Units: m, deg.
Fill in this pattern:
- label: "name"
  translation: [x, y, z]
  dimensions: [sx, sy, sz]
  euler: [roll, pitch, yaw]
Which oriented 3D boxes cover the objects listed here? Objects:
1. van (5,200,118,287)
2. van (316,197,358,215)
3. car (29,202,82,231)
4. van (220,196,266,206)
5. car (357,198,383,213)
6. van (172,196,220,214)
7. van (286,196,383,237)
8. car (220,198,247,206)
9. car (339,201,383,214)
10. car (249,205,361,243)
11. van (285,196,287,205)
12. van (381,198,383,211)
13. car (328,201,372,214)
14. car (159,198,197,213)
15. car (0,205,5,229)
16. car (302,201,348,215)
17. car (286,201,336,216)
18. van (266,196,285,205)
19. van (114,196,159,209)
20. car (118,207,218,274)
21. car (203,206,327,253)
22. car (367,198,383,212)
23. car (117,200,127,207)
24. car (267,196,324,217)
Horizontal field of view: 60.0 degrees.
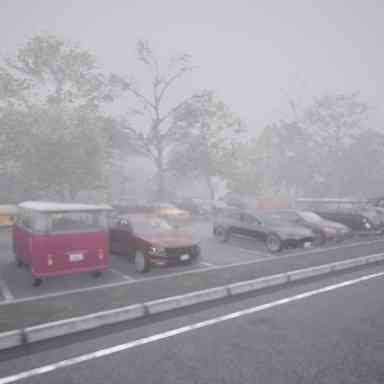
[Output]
- label: "van"
  translation: [-3.964, 1.269, 9.568]
  dimensions: [1.878, 1.987, 4.442]
  euler: [0, 0, -35]
- label: "van"
  translation: [17.818, 1.675, 41.143]
  dimensions: [1.878, 1.987, 4.442]
  euler: [1, -1, -35]
- label: "car"
  translation: [-9.069, 1.505, 21.840]
  dimensions: [2.097, 1.535, 5.008]
  euler: [0, 0, -35]
- label: "van"
  translation: [4.412, 1.351, 31.307]
  dimensions: [1.878, 1.987, 4.442]
  euler: [1, 0, -35]
- label: "car"
  translation: [27.028, 1.868, 47.526]
  dimensions: [2.435, 2.045, 5.566]
  euler: [1, -1, -35]
- label: "van"
  translation: [0.021, 1.317, 28.178]
  dimensions: [1.878, 1.987, 4.442]
  euler: [0, 0, -35]
- label: "van"
  translation: [7.478, 1.317, 17.431]
  dimensions: [1.878, 1.987, 4.442]
  euler: [0, 0, -35]
- label: "car"
  translation: [2.206, 1.552, 29.884]
  dimensions: [2.097, 1.535, 5.008]
  euler: [0, 0, -35]
- label: "car"
  translation: [22.499, 2.011, 44.327]
  dimensions: [2.097, 1.535, 5.008]
  euler: [1, -1, -35]
- label: "car"
  translation: [5.146, 1.573, 15.917]
  dimensions: [2.002, 1.452, 4.674]
  euler: [0, 0, -35]
- label: "van"
  translation: [8.794, 1.459, 34.715]
  dimensions: [1.878, 1.987, 4.442]
  euler: [1, -1, -35]
- label: "van"
  translation: [31.590, 2.001, 50.667]
  dimensions: [1.878, 1.987, 4.442]
  euler: [1, -1, -35]
- label: "car"
  translation: [20.136, 1.995, 42.654]
  dimensions: [2.002, 1.452, 4.674]
  euler: [1, -1, -35]
- label: "car"
  translation: [-2.195, 1.531, 26.517]
  dimensions: [1.946, 1.575, 5.366]
  euler: [0, 0, -35]
- label: "car"
  translation: [-11.428, 1.495, 20.160]
  dimensions: [2.097, 1.535, 5.008]
  euler: [0, 0, -35]
- label: "car"
  translation: [15.729, 1.889, 39.509]
  dimensions: [2.002, 1.452, 4.674]
  euler: [1, -1, -35]
- label: "car"
  translation: [13.475, 1.795, 37.899]
  dimensions: [2.097, 1.535, 5.008]
  euler: [1, -1, -35]
- label: "van"
  translation: [6.641, 1.407, 33.180]
  dimensions: [1.878, 1.987, 4.442]
  euler: [1, -1, -35]
- label: "van"
  translation: [-4.627, 1.298, 25.155]
  dimensions: [1.878, 1.987, 4.442]
  euler: [0, 0, -35]
- label: "car"
  translation: [-1.638, 1.505, 11.087]
  dimensions: [2.097, 1.535, 5.008]
  euler: [0, 0, -35]
- label: "car"
  translation: [2.903, 1.553, 14.279]
  dimensions: [2.163, 1.488, 4.792]
  euler: [0, 0, -35]
- label: "car"
  translation: [29.284, 1.922, 49.133]
  dimensions: [2.435, 2.045, 5.566]
  euler: [1, -1, -35]
- label: "car"
  translation: [-6.812, 1.516, 23.447]
  dimensions: [2.231, 1.521, 4.892]
  euler: [0, 0, -35]
- label: "car"
  translation: [11.135, 1.488, 36.204]
  dimensions: [2.435, 2.045, 5.566]
  euler: [1, -1, -35]
